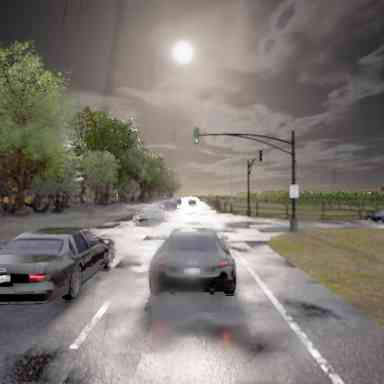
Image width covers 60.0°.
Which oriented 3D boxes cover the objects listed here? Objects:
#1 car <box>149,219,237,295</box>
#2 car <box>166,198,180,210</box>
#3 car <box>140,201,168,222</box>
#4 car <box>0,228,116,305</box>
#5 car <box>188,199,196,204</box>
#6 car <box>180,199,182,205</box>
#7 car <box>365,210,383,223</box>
[{"bbox_3d":[0.043,1.648,8.972,1.994,1.385,4.181,0,0,1],"label":"car"},{"bbox_3d":[-3.346,1.951,52.546,1.882,1.535,5.008,0,0,0],"label":"car"},{"bbox_3d":[-3.362,1.788,28.673,1.812,1.442,4.674,0,-1,0],"label":"car"},{"bbox_3d":[-3.392,1.627,8.491,2.033,1.411,5.357,0,-1,0],"label":"car"},{"bbox_3d":[0.082,2.305,79.448,1.895,1.301,4.718,0,0,0],"label":"car"},{"bbox_3d":[-3.420,2.170,77.424,1.882,1.535,5.008,0,0,0],"label":"car"},{"bbox_3d":[18.707,2.078,30.108,5.357,1.411,2.033,1,-1,0],"label":"car"}]
